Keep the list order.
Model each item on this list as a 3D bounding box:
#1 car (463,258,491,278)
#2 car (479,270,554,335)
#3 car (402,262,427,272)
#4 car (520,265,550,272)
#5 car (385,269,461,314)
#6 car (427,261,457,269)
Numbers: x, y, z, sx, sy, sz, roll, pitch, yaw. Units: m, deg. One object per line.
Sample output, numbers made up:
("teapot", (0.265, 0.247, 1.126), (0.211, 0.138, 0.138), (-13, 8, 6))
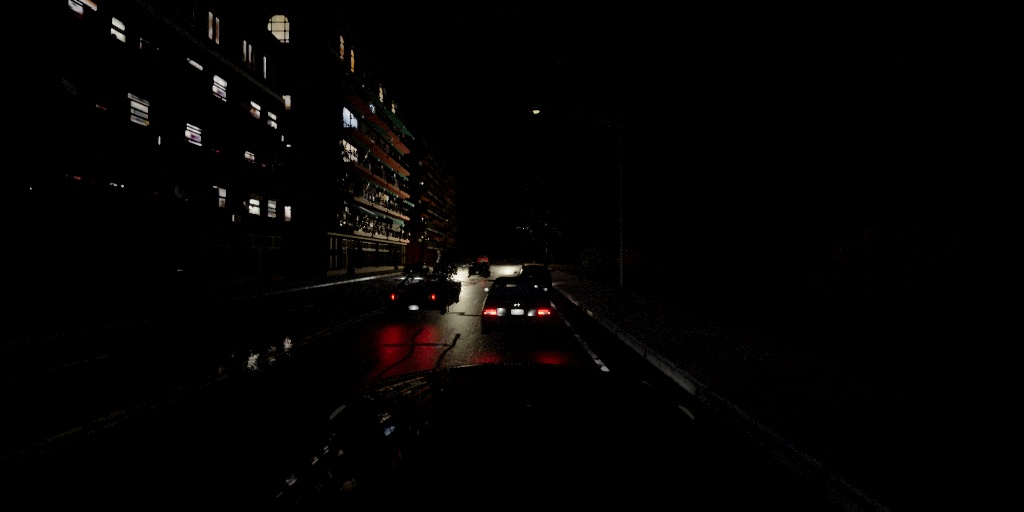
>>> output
("car", (-3.075, 1.241, 34.272), (2.128, 1.511, 4.902), (0, 0, 0))
("car", (0.121, 1.298, 10.521), (2.033, 1.411, 5.357), (0, 0, 0))
("car", (-9.772, 1.313, 36.754), (1.994, 1.385, 4.181), (0, 0, 0))
("car", (1.178, 1.256, 20.209), (1.837, 1.490, 4.892), (0, 0, 0))
("car", (-3.126, 1.351, 13.690), (1.895, 1.301, 4.718), (0, 0, 0))
("car", (-6.526, 1.254, 34.936), (1.837, 1.490, 4.892), (0, 0, 0))
